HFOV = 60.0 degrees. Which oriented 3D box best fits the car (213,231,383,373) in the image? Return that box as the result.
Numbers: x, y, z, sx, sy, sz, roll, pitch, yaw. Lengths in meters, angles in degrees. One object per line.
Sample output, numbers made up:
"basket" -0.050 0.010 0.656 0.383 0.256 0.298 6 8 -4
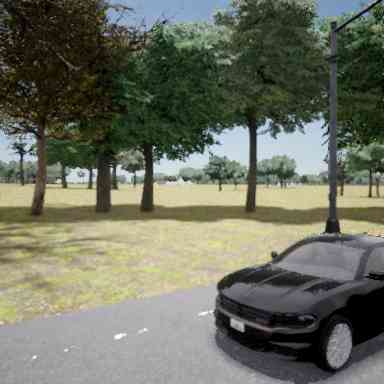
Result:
"car" 2.637 1.513 5.867 5.008 1.535 1.882 1 0 -35
